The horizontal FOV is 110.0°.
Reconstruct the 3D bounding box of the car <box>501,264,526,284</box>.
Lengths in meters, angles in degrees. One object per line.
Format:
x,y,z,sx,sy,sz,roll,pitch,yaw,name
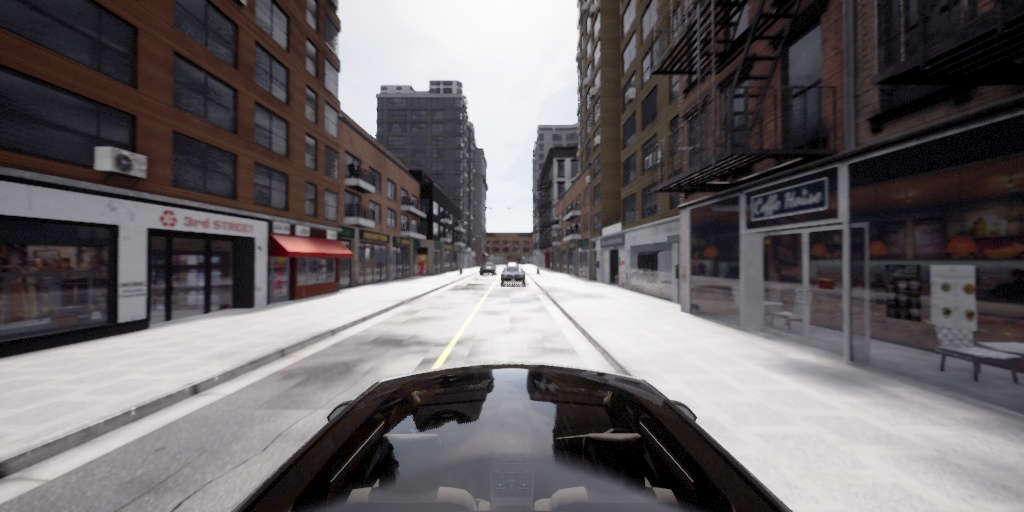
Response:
0.085,1.509,28.510,1.895,1.301,4.718,0,0,0,car

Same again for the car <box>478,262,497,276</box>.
-2.808,1.514,42.410,1.837,1.490,4.892,0,-1,1,car
